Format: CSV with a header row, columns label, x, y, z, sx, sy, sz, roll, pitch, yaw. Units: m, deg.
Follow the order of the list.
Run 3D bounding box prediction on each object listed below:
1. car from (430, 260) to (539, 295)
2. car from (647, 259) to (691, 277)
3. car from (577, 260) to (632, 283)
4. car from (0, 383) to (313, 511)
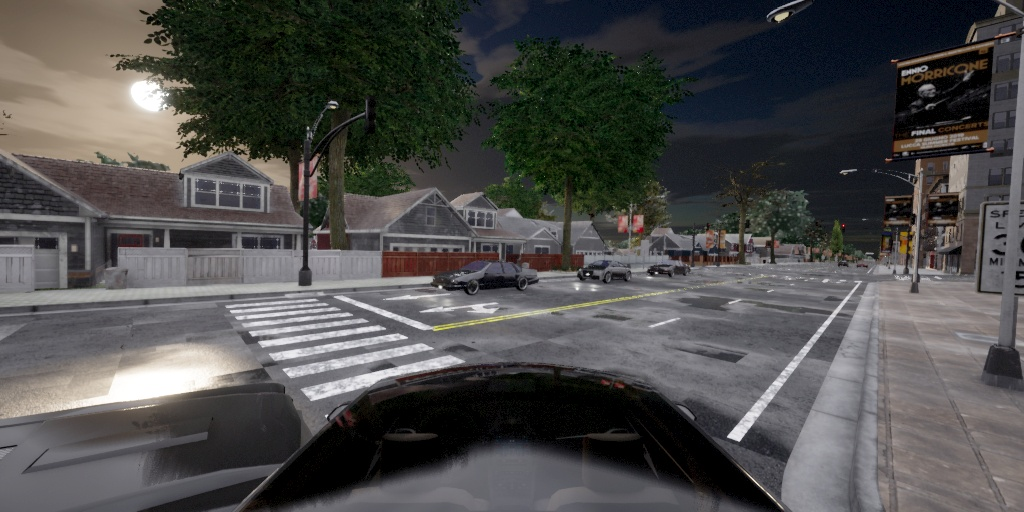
label,x,y,z,sx,sy,sz,roll,pitch,yaw
car,-1.030,0.901,16.578,5.357,1.411,2.033,0,2,-44
car,13.598,1.000,30.811,5.357,1.411,2.033,0,2,-44
car,6.116,0.964,23.545,4.181,1.385,1.994,0,2,-44
car,-3.306,1.296,1.217,4.718,1.301,1.895,1,2,-34
